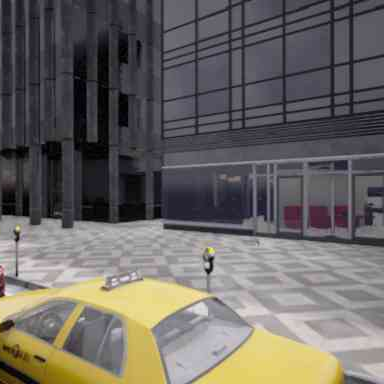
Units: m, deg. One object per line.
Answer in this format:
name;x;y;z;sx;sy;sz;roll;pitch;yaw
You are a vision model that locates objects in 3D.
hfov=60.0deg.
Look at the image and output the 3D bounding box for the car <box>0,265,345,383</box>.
car;-0.940;1.537;3.635;4.829;1.417;1.752;0;0;36
